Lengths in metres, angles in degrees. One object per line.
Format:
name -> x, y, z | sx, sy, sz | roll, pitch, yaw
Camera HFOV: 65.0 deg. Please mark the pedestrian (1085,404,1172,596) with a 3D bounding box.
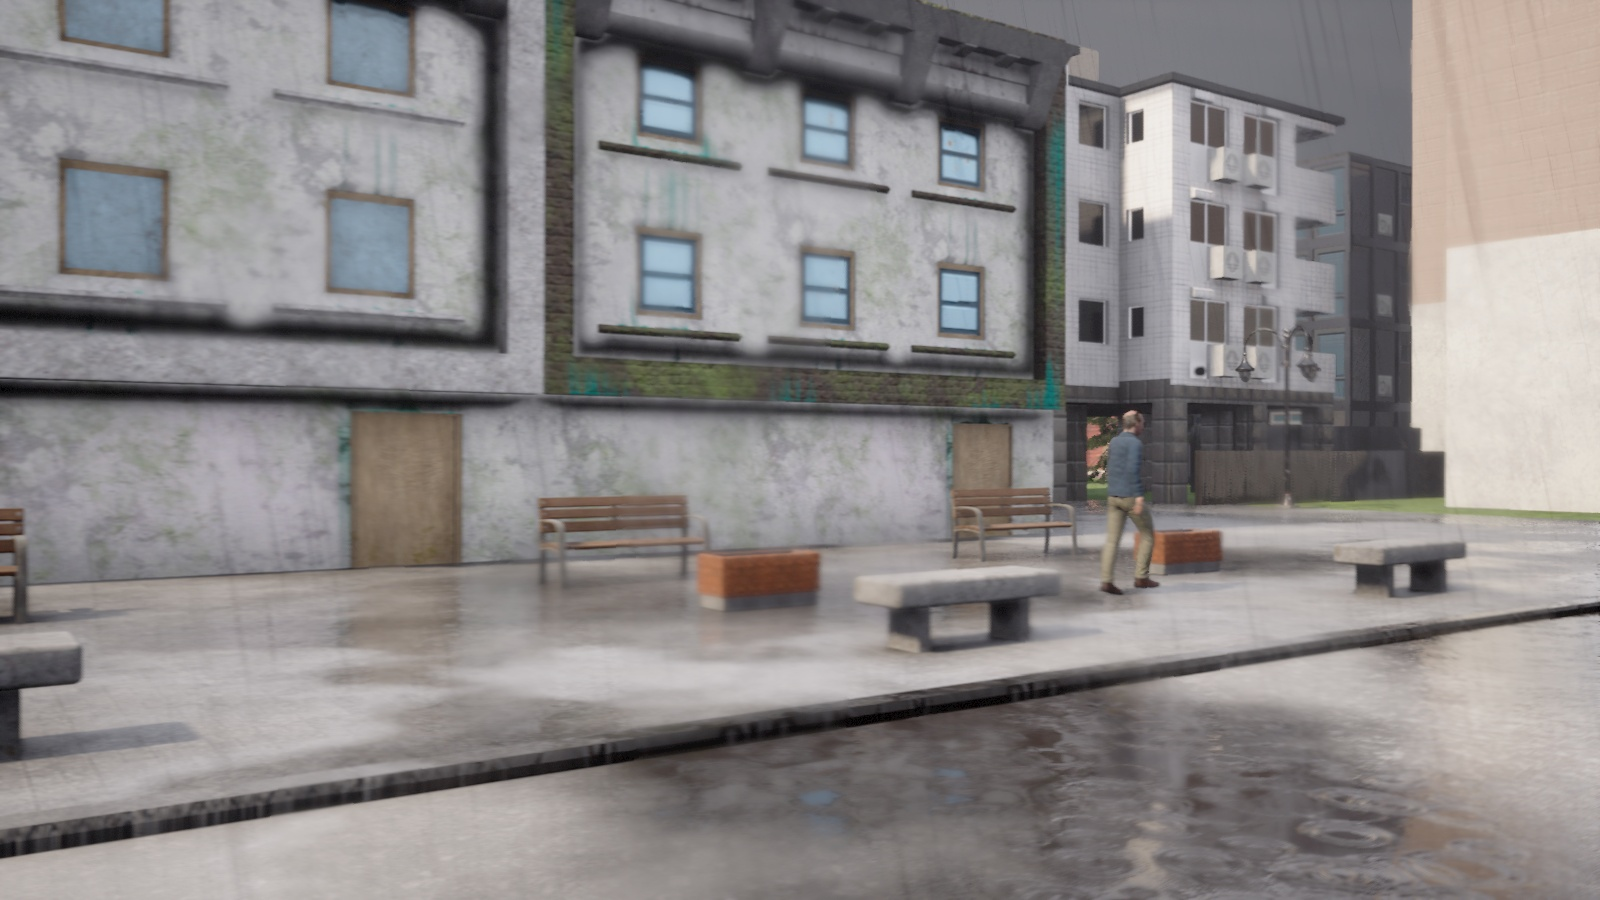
pedestrian -> 3.227, 0.478, 12.349 | 0.726, 1.842, 0.402 | 0, 0, -24
